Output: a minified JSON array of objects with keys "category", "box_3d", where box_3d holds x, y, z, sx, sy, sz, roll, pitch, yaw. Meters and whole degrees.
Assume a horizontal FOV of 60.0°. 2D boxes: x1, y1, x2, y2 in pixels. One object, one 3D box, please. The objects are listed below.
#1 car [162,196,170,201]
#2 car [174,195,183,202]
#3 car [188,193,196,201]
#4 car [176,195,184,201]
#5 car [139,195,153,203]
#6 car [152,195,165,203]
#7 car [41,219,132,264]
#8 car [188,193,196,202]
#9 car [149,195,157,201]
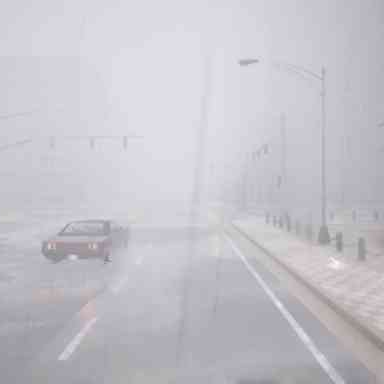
[{"category":"car","box_3d":[-7.017,1.737,89.940,1.994,1.385,4.181,0,0,0]},{"category":"car","box_3d":[-3.516,1.684,85.863,1.837,1.490,4.892,0,0,0]},{"category":"car","box_3d":[-0.018,1.414,95.396,2.150,2.045,5.566,0,0,0]},{"category":"car","box_3d":[-3.518,1.706,95.191,2.128,1.511,4.902,0,0,0]},{"category":"car","box_3d":[-10.514,1.643,74.289,1.882,1.535,5.008,0,0,0]},{"category":"car","box_3d":[-7.014,1.705,74.285,2.033,1.411,5.357,0,0,0]},{"category":"car","box_3d":[-3.464,1.628,11.953,1.895,1.301,4.718,0,0,0]},{"category":"car","box_3d":[-0.016,1.722,85.294,2.033,1.411,5.357,0,0,0]},{"category":"car","box_3d":[-10.517,1.685,89.940,1.837,1.490,4.892,0,0,0]}]
